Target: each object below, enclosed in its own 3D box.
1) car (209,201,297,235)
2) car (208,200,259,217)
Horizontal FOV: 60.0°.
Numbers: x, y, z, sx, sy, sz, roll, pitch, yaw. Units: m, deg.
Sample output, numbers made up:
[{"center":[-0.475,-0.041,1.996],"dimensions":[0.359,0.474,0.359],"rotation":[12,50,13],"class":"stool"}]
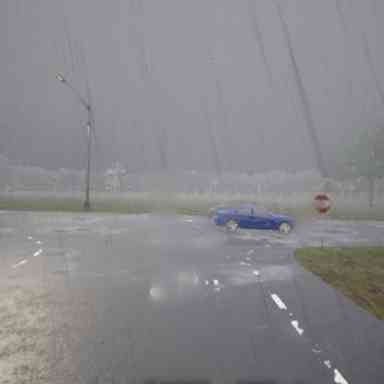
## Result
[{"center":[3.748,1.585,20.008],"dimensions":[5.008,1.535,1.882],"rotation":[3,0,0],"class":"car"},{"center":[3.569,1.396,27.004],"dimensions":[4.553,1.767,2.097],"rotation":[2,1,0],"class":"car"}]
